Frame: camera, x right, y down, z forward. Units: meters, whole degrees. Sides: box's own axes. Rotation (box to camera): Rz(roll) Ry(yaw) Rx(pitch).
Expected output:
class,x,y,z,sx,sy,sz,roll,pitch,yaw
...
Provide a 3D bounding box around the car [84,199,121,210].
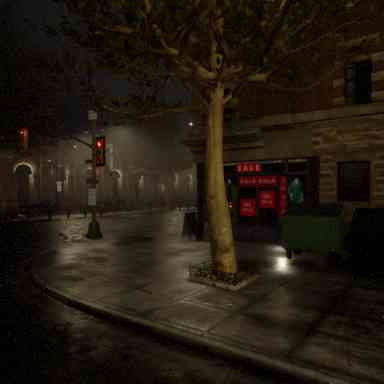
class,x,y,z,sx,sy,sz,roll,pitch,yaw
car,-12.075,1.595,45.081,1.895,1.301,4.718,0,0,36

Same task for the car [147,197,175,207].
class,x,y,z,sx,sy,sz,roll,pitch,yaw
car,-4.568,1.478,50.038,1.882,1.535,5.008,0,0,36

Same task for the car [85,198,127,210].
class,x,y,z,sx,sy,sz,roll,pitch,yaw
car,-10.458,1.492,41.949,2.128,1.511,4.902,0,0,36

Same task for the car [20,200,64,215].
class,x,y,z,sx,sy,sz,roll,pitch,yaw
car,-15.664,1.564,34.784,1.994,1.385,4.181,0,0,36
